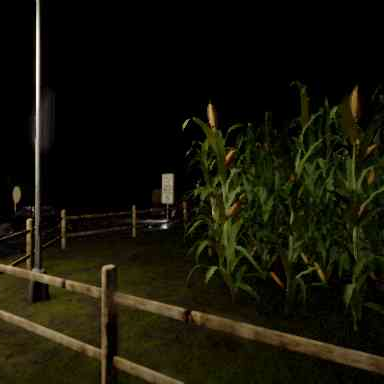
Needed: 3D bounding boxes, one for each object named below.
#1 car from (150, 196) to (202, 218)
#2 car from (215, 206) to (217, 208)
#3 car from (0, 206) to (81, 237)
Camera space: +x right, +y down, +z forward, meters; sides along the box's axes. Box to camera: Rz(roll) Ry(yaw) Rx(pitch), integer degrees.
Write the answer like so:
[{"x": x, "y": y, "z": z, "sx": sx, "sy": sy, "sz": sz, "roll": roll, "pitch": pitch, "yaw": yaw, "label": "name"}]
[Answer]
[{"x": -1.182, "y": 1.142, "z": 26.075, "sx": 1.837, "sy": 1.490, "sz": 4.892, "roll": 0, "pitch": 1, "yaw": 39, "label": "car"}, {"x": 3.966, "y": 1.182, "z": 27.830, "sx": 1.895, "sy": 1.301, "sz": 4.718, "roll": 0, "pitch": 1, "yaw": 39, "label": "car"}, {"x": -8.330, "y": 1.414, "z": 17.194, "sx": 1.895, "sy": 1.301, "sz": 4.718, "roll": 0, "pitch": 1, "yaw": 39, "label": "car"}]
